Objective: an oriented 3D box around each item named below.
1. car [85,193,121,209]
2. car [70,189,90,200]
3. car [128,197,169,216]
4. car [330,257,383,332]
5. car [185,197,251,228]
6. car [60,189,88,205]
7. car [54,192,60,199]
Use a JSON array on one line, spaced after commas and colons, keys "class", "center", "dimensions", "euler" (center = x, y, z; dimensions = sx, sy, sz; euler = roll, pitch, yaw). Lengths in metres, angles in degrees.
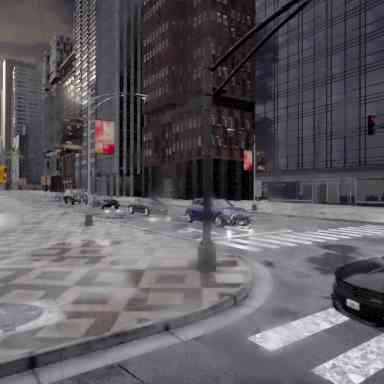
[{"class": "car", "center": [-9.703, 1.095, 36.655], "dimensions": [2.033, 1.411, 5.357], "euler": [0, 1, -35]}, {"class": "car", "center": [-22.340, 0.392, 66.152], "dimensions": [2.150, 2.045, 5.566], "euler": [0, 1, -35]}, {"class": "car", "center": [-3.760, 1.182, 28.222], "dimensions": [1.837, 1.490, 4.892], "euler": [0, 1, -35]}, {"class": "car", "center": [4.889, 1.474, 5.916], "dimensions": [5.008, 1.535, 1.882], "euler": [0, -1, -17]}, {"class": "car", "center": [1.531, 1.147, 20.724], "dimensions": [2.097, 1.767, 4.553], "euler": [0, 1, -35]}, {"class": "car", "center": [-15.840, 0.635, 45.419], "dimensions": [2.150, 2.045, 5.566], "euler": [0, 1, -35]}, {"class": "car", "center": [-25.502, 0.699, 65.012], "dimensions": [2.033, 1.411, 5.357], "euler": [0, 1, -35]}]
